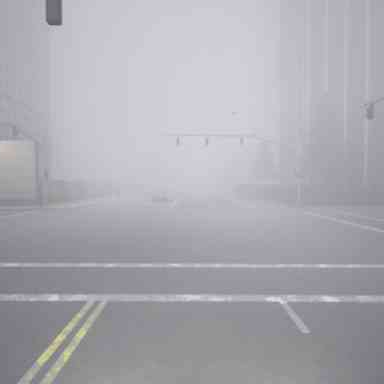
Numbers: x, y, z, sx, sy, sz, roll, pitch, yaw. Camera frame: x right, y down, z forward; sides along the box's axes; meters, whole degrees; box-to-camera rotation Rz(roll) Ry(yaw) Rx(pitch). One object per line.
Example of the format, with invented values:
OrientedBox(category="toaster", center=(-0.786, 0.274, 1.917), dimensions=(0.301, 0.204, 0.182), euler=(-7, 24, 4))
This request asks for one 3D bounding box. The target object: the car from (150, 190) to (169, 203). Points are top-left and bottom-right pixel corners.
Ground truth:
OrientedBox(category="car", center=(-3.725, 0.501, 39.516), dimensions=(1.812, 1.442, 4.674), euler=(0, 2, 0))
